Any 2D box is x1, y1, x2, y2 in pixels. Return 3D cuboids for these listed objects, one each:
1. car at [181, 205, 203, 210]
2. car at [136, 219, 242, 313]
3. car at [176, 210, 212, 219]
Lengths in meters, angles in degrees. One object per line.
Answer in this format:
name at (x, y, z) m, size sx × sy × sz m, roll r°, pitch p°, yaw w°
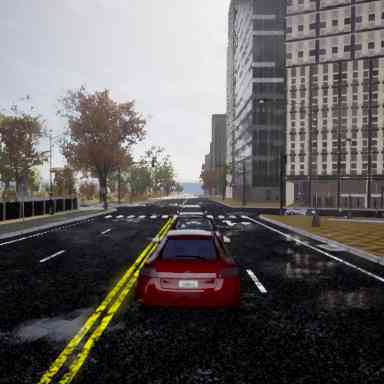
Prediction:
car at (-0.005, 1.544, 21.255) m, size 2.033 × 1.411 × 5.357 m, roll 0°, pitch 0°, yaw 0°
car at (-0.022, 1.561, 7.767) m, size 1.994 × 1.385 × 4.181 m, roll 0°, pitch 0°, yaw 1°
car at (0.076, 1.597, 13.015) m, size 1.895 × 1.301 × 4.718 m, roll 0°, pitch 0°, yaw 0°
